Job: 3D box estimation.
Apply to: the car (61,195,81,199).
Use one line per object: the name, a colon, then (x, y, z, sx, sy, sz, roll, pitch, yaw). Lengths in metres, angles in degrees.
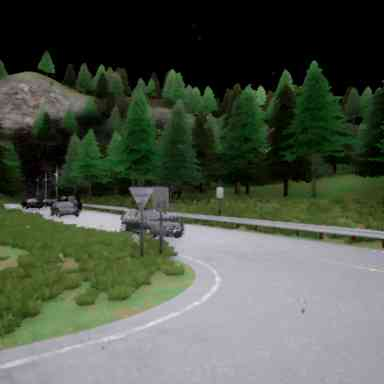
car: (-16.168, 1.391, 43.734, 2.150, 2.045, 5.566, 0, 0, -35)

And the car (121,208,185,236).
car: (-2.257, 1.665, 18.024, 1.837, 1.490, 4.892, 0, 0, -36)

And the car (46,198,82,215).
car: (-12.320, 1.665, 32.104, 1.837, 1.490, 4.892, 0, 0, -36)

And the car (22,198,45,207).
car: (-22.319, 1.642, 46.245, 1.882, 1.535, 5.008, 0, 0, -36)
